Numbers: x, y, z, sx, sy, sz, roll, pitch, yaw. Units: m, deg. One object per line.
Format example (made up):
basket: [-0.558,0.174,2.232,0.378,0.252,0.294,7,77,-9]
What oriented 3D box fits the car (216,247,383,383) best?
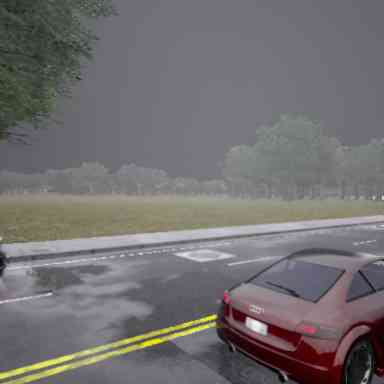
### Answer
car: [2.403,1.579,5.153,4.181,1.385,1.994,0,0,-36]

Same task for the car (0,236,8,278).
car: [-6.678,1.472,6.905,5.008,1.535,1.882,0,0,-35]
